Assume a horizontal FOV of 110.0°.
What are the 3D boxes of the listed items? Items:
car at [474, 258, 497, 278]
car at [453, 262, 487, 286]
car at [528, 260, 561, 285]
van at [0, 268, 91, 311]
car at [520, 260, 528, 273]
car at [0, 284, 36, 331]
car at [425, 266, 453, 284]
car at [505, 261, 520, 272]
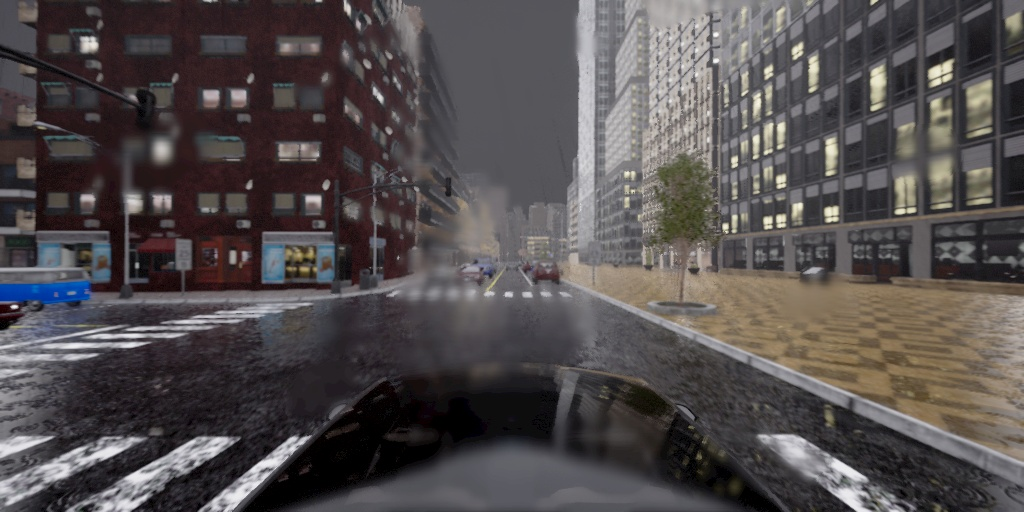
[{"bbox_3d":[-3.085,1.224,37.811,2.150,2.045,5.566,0,0,0],"label":"car"},{"bbox_3d":[-3.097,1.444,27.138,1.812,1.442,4.674,0,0,-2],"label":"car"},{"bbox_3d":[2.695,1.269,28.641,2.192,1.841,5.009,0,0,0],"label":"car"},{"bbox_3d":[-20.766,1.392,15.405,3.998,1.789,1.690,0,0,-1],"label":"van"},{"bbox_3d":[2.700,1.453,50.745,2.192,1.841,5.009,0,0,0],"label":"car"},{"bbox_3d":[-16.545,1.580,9.655,4.718,1.301,1.895,-1,0,-1],"label":"car"},{"bbox_3d":[-5.685,1.470,28.643,2.007,1.370,4.403,0,0,0],"label":"car"},{"bbox_3d":[0.014,1.677,57.422,2.128,1.511,4.902,0,-1,0],"label":"car"}]
